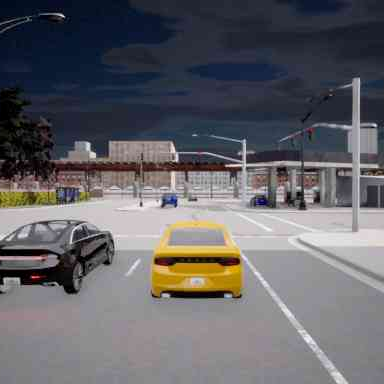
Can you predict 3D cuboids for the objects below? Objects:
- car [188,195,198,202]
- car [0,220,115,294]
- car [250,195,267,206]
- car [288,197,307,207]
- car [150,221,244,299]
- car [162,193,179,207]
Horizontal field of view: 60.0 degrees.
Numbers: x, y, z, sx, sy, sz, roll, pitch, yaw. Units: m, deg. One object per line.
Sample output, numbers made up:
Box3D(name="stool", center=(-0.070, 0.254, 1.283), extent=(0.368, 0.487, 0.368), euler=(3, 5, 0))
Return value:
Box3D(name="car", center=(0.218, 1.446, 73.484), extent=(1.994, 1.385, 4.181), euler=(0, 0, 0))
Box3D(name="car", center=(-3.392, 1.474, 8.735), extent=(2.128, 1.511, 4.902), euler=(0, 0, 0))
Box3D(name="car", center=(9.856, 1.253, 48.780), extent=(2.242, 1.667, 4.611), euler=(0, 0, 1))
Box3D(name="car", center=(15.603, 1.426, 49.526), extent=(1.970, 1.475, 3.806), euler=(0, 0, 1))
Box3D(name="car", center=(0.107, 1.468, 8.516), extent=(1.882, 1.535, 5.008), euler=(0, 0, 0))
Box3D(name="car", center=(-3.215, 1.151, 48.791), extent=(2.150, 2.045, 5.566), euler=(0, 0, 0))
